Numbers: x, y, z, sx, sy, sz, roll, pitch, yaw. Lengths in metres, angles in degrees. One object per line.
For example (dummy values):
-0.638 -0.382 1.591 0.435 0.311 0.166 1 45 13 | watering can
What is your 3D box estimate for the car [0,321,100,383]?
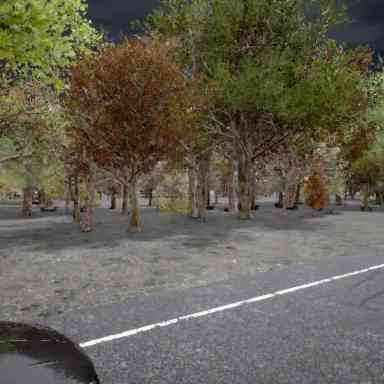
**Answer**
-2.923 1.491 1.660 4.902 1.511 2.128 0 0 -36 | car
